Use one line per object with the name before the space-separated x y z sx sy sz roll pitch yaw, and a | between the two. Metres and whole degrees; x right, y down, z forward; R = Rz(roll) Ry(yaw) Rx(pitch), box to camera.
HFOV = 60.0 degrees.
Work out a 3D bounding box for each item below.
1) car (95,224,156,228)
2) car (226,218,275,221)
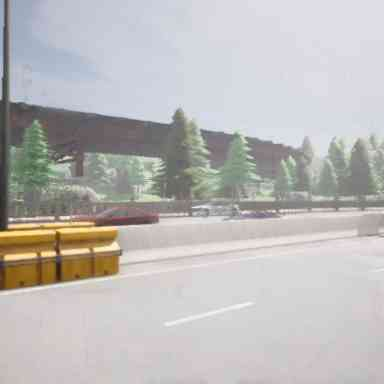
car | -4.142 1.553 18.197 5.008 1.535 1.882 1 -1 -35
car | 3.538 1.728 19.384 4.181 1.385 1.994 1 -1 -35
